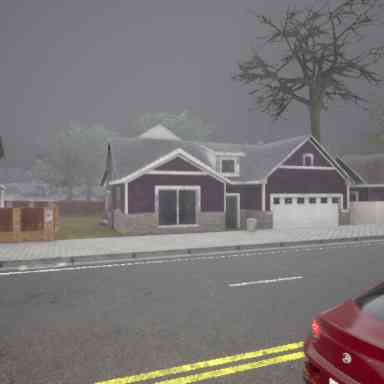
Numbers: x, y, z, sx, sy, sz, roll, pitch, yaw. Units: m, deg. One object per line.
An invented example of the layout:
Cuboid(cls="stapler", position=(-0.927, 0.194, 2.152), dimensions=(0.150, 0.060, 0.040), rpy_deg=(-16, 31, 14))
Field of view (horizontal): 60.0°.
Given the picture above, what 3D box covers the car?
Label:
Cuboid(cls="car", position=(3.403, 1.518, 3.594), dimensions=(4.674, 1.442, 1.812), rpy_deg=(0, 0, -21))
